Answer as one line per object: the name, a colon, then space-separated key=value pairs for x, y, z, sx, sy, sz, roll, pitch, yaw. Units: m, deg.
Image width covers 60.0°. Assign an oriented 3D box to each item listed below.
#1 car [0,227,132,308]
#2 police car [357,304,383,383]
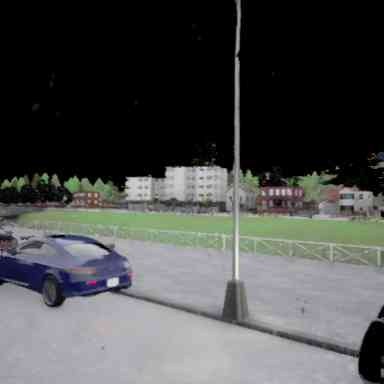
car: x=-3.542 y=1.834 z=8.691 sx=4.674 sy=1.442 sz=1.812 roll=-1 pitch=-3 yaw=38
police car: x=4.255 y=1.603 z=2.615 sx=5.238 sy=1.638 sz=1.930 roll=-1 pitch=-3 yaw=38
